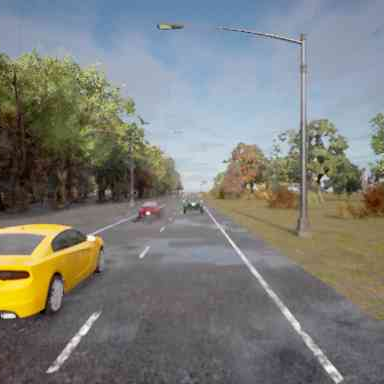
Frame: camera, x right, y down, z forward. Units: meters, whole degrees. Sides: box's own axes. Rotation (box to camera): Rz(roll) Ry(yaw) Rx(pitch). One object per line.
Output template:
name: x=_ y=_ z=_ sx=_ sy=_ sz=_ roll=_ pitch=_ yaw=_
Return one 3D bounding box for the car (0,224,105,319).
car: x=-3.399 y=1.463 z=7.492 sx=1.882 sy=1.535 sz=5.008 roll=0 pitch=0 yaw=0

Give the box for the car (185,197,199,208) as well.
car: x=0.037 y=1.473 z=47.933 sx=1.994 sy=1.385 sz=4.181 roll=0 pitch=0 yaw=0

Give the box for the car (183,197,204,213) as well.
car: x=0.103 y=1.282 z=35.797 sx=2.097 sy=1.767 sz=4.553 roll=0 pitch=0 yaw=-2

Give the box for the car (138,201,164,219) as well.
car: x=-3.398 y=1.471 z=28.109 sx=1.812 sy=1.442 sz=4.674 roll=0 pitch=0 yaw=0
